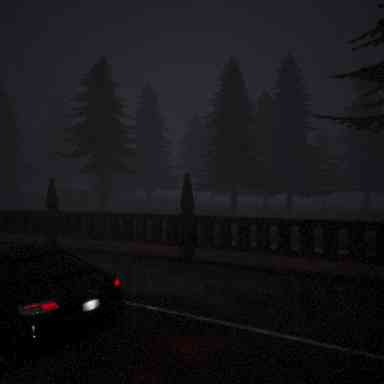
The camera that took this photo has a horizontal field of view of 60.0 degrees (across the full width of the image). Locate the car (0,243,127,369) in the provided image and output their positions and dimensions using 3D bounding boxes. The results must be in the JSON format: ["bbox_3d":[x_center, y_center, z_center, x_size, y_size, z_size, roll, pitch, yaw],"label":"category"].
[{"bbox_3d":[-3.195,1.608,5.776,4.181,1.385,1.994,0,0,29],"label":"car"}]
